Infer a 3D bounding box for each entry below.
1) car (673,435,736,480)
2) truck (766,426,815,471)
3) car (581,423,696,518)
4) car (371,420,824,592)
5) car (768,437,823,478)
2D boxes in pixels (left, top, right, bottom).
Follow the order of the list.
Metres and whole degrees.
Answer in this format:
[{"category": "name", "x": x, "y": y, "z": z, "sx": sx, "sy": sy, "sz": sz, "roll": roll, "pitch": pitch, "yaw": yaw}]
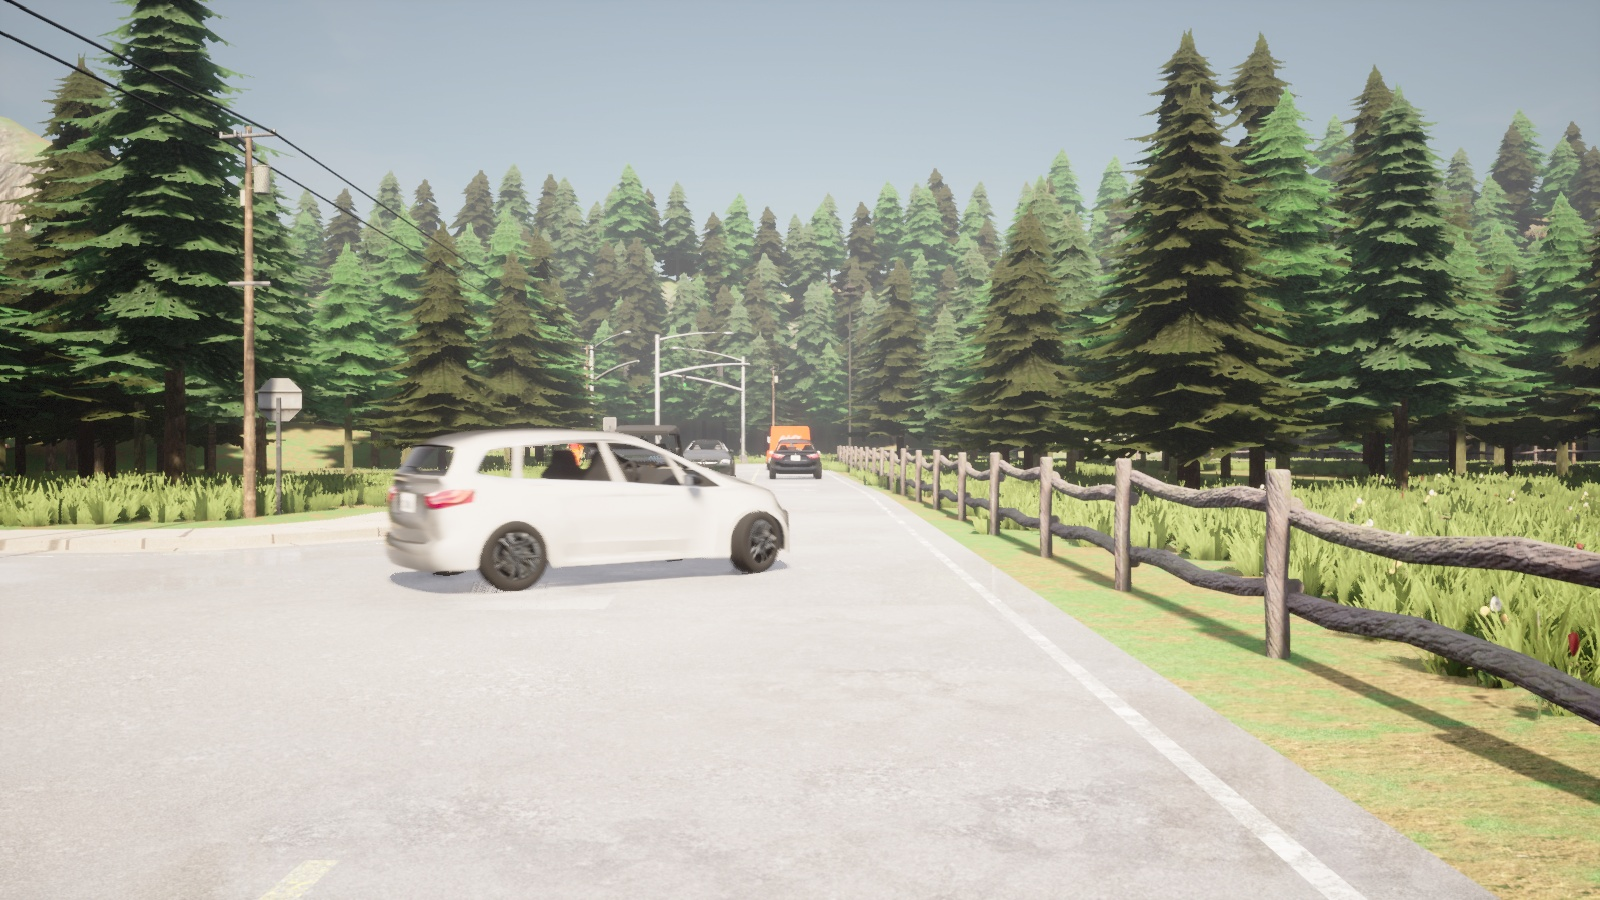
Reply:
[{"category": "car", "x": -3.590, "y": 0.259, "z": 48.104, "sx": 2.152, "sy": 1.651, "sz": 5.027, "roll": 0, "pitch": 0, "yaw": -1}, {"category": "truck", "x": -0.603, "y": -0.121, "z": 70.595, "sx": 2.627, "sy": 2.467, "sz": 5.204, "roll": 0, "pitch": 1, "yaw": -2}, {"category": "car", "x": -3.336, "y": 0.389, "z": 26.623, "sx": 1.905, "sy": 1.878, "sz": 3.866, "roll": 0, "pitch": 0, "yaw": 0}, {"category": "car", "x": -2.244, "y": 0.520, "z": 14.409, "sx": 4.611, "sy": 1.667, "sz": 2.242, "roll": 0, "pitch": 1, "yaw": -36}, {"category": "car", "x": -0.211, "y": 0.298, "z": 53.348, "sx": 2.242, "sy": 1.667, "sz": 4.611, "roll": 0, "pitch": 0, "yaw": -1}]
